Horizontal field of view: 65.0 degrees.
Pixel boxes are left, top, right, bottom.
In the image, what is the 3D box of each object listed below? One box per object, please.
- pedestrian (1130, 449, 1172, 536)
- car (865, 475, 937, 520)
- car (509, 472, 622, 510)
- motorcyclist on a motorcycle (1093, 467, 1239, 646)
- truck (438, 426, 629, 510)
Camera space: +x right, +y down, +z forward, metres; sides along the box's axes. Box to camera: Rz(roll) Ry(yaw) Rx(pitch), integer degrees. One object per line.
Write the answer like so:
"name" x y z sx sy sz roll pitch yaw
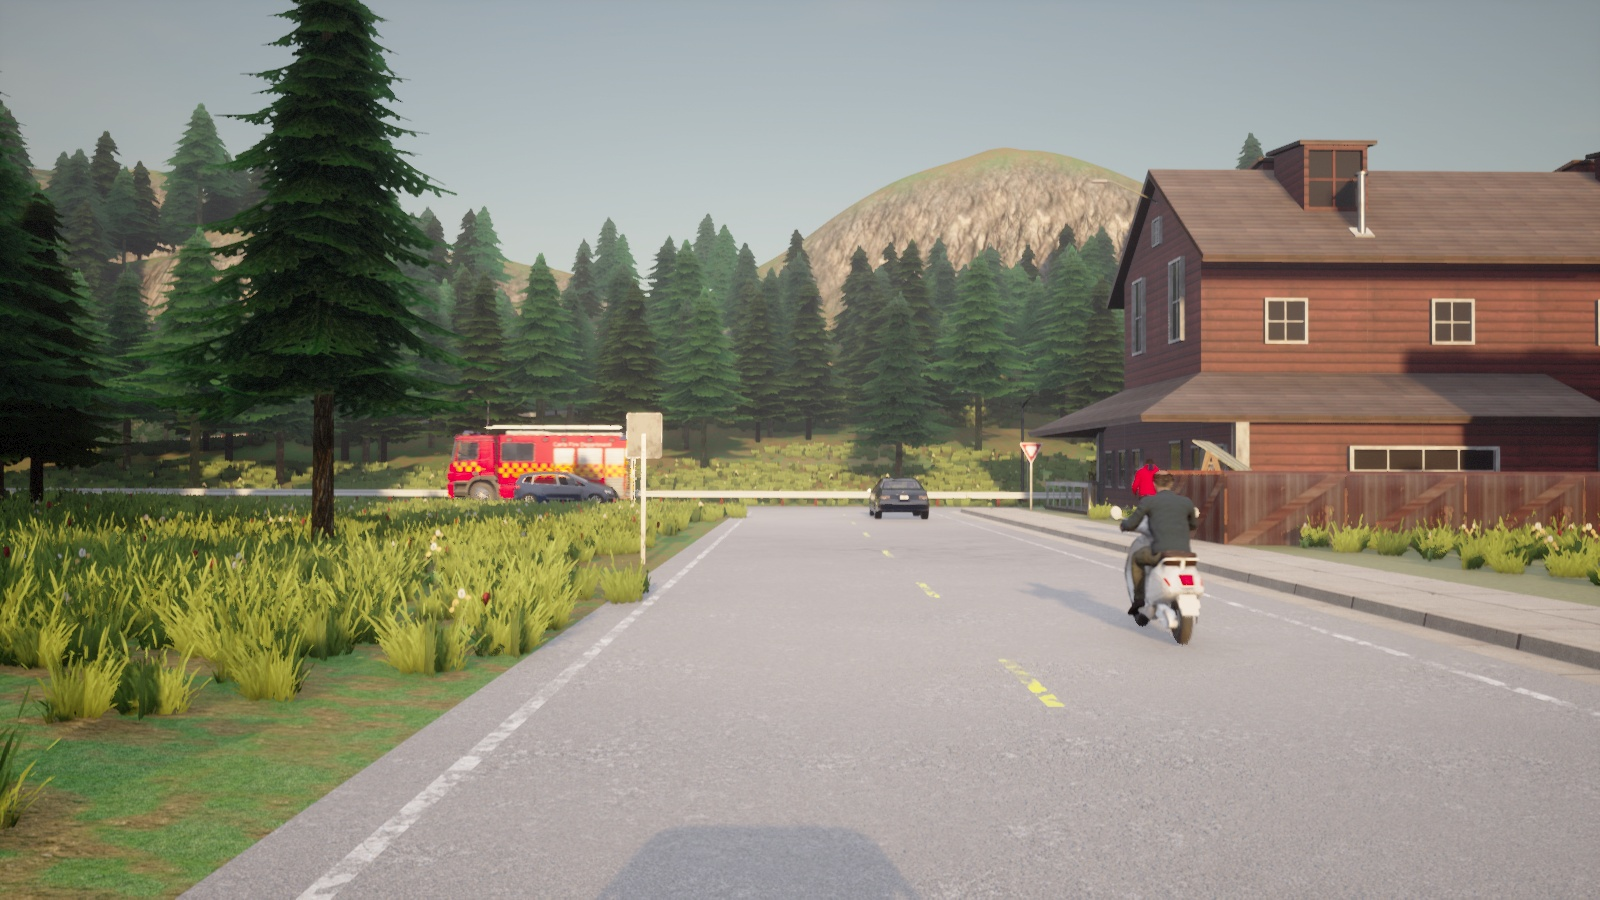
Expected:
"pedestrian" 7.565 0.907 27.106 0.634 1.844 0.899 0 -1 -1
"car" 3.392 1.593 43.213 2.033 1.411 5.357 0 -1 0
"car" -10.409 1.805 55.997 4.611 1.667 2.242 0 -1 0
"motorcyclist on a motorcycle" 3.471 0.963 12.093 0.866 1.590 1.817 0 -1 0
"truck" -12.523 0.864 59.508 8.468 3.827 2.891 0 -1 0
